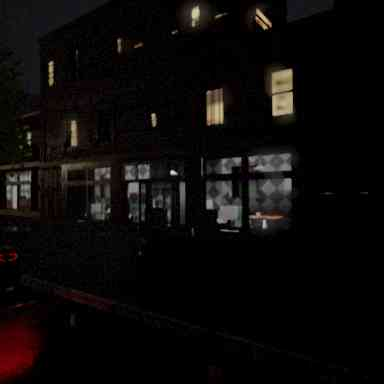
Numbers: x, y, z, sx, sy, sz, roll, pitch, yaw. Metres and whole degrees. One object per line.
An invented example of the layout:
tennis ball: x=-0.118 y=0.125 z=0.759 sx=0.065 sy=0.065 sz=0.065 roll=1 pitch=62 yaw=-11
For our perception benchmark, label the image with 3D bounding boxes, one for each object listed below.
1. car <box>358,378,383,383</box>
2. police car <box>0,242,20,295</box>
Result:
car: x=2.550 y=1.572 z=1.068 sx=4.313 sy=1.339 sz=1.947 roll=0 pitch=-1 yaw=36
police car: x=-5.897 y=1.389 z=7.464 sx=5.238 sy=1.638 sz=1.930 roll=0 pitch=0 yaw=36
